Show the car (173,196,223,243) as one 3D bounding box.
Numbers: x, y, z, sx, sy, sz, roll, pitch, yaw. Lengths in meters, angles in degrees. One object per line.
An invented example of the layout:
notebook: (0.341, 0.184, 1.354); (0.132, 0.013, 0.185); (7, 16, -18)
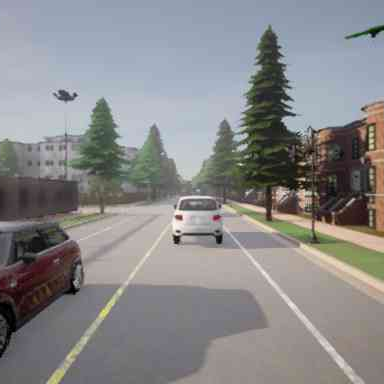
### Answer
car: (0.274, 1.202, 16.039); (2.150, 2.045, 5.566); (0, 0, 1)

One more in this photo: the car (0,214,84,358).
car: (-3.549, 1.352, 5.730); (2.097, 1.767, 4.553); (0, 0, 1)

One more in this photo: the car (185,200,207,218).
car: (0.265, 1.490, 30.998); (1.812, 1.442, 4.674); (0, 0, -2)
